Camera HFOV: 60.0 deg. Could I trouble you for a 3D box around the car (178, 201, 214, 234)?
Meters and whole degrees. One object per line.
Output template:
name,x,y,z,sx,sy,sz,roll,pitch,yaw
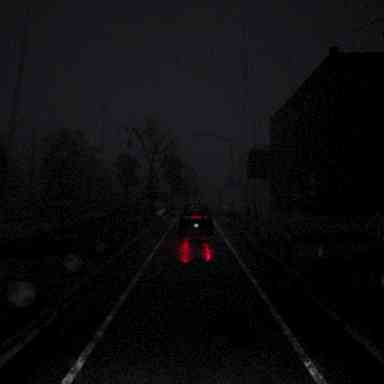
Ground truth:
car,0.220,1.478,19.165,2.128,1.511,4.902,0,0,0

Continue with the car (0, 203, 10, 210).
car,-29.487,2.103,48.646,4.718,1.301,1.895,1,-2,-19

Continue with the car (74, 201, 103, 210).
car,-17.089,2.230,55.064,2.128,1.511,4.902,-2,-3,43
